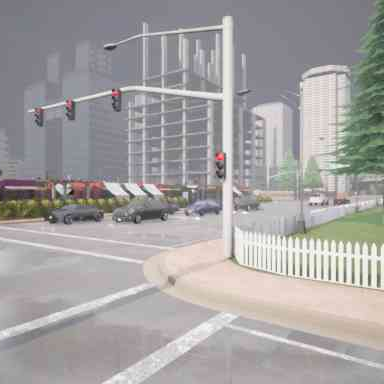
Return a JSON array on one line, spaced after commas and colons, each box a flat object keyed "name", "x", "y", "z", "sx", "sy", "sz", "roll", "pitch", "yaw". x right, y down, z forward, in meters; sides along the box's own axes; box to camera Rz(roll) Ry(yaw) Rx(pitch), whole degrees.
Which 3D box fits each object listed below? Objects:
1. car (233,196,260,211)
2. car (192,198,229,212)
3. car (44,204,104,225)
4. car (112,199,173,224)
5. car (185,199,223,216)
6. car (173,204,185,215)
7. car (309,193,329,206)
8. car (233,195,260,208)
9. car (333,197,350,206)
[{"name": "car", "x": 6.766, "y": 1.504, "z": 40.720, "sx": 1.837, "sy": 1.490, "sz": 4.892, "roll": 0, "pitch": 0, "yaw": 34}, {"name": "car", "x": 2.293, "y": 1.546, "z": 40.374, "sx": 2.033, "sy": 1.411, "sz": 5.357, "roll": 0, "pitch": 0, "yaw": 34}, {"name": "car", "x": -8.543, "y": 1.563, "z": 24.390, "sx": 1.994, "sy": 1.385, "sz": 4.181, "roll": 0, "pitch": 0, "yaw": 34}, {"name": "car", "x": -3.830, "y": 1.351, "z": 25.105, "sx": 2.097, "sy": 1.767, "sz": 4.553, "roll": 0, "pitch": 0, "yaw": 34}, {"name": "car", "x": 1.126, "y": 1.525, "z": 32.396, "sx": 1.812, "sy": 1.442, "sz": 4.674, "roll": 0, "pitch": 0, "yaw": 34}, {"name": "car", "x": -3.357, "y": 1.546, "z": 32.041, "sx": 2.033, "sy": 1.411, "sz": 5.357, "roll": 0, "pitch": 0, "yaw": 34}, {"name": "car", "x": 21.109, "y": 1.221, "z": 55.312, "sx": 2.150, "sy": 2.045, "sz": 5.566, "roll": 0, "pitch": 0, "yaw": 34}, {"name": "car", "x": 8.000, "y": 1.351, "z": 48.723, "sx": 2.097, "sy": 1.767, "sz": 4.553, "roll": 0, "pitch": 0, "yaw": 35}, {"name": "car", "x": 24.179, "y": 1.477, "z": 53.601, "sx": 1.882, "sy": 1.535, "sz": 5.008, "roll": 0, "pitch": 0, "yaw": 34}]
